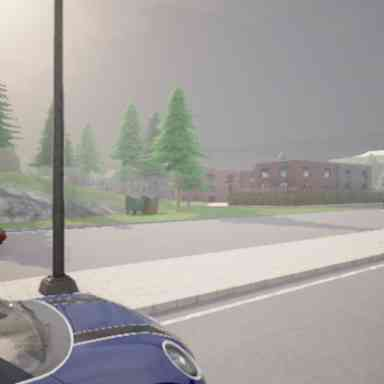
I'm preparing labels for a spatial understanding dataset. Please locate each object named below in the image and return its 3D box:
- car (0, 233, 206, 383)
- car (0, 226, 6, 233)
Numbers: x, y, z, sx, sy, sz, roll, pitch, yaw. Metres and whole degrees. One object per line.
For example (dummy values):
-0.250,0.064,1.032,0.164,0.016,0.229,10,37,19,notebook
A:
-2.057,1.351,2.206,4.553,1.767,2.097,0,0,-36,car
-9.205,1.595,11.575,4.718,1.301,1.895,0,0,-35,car
